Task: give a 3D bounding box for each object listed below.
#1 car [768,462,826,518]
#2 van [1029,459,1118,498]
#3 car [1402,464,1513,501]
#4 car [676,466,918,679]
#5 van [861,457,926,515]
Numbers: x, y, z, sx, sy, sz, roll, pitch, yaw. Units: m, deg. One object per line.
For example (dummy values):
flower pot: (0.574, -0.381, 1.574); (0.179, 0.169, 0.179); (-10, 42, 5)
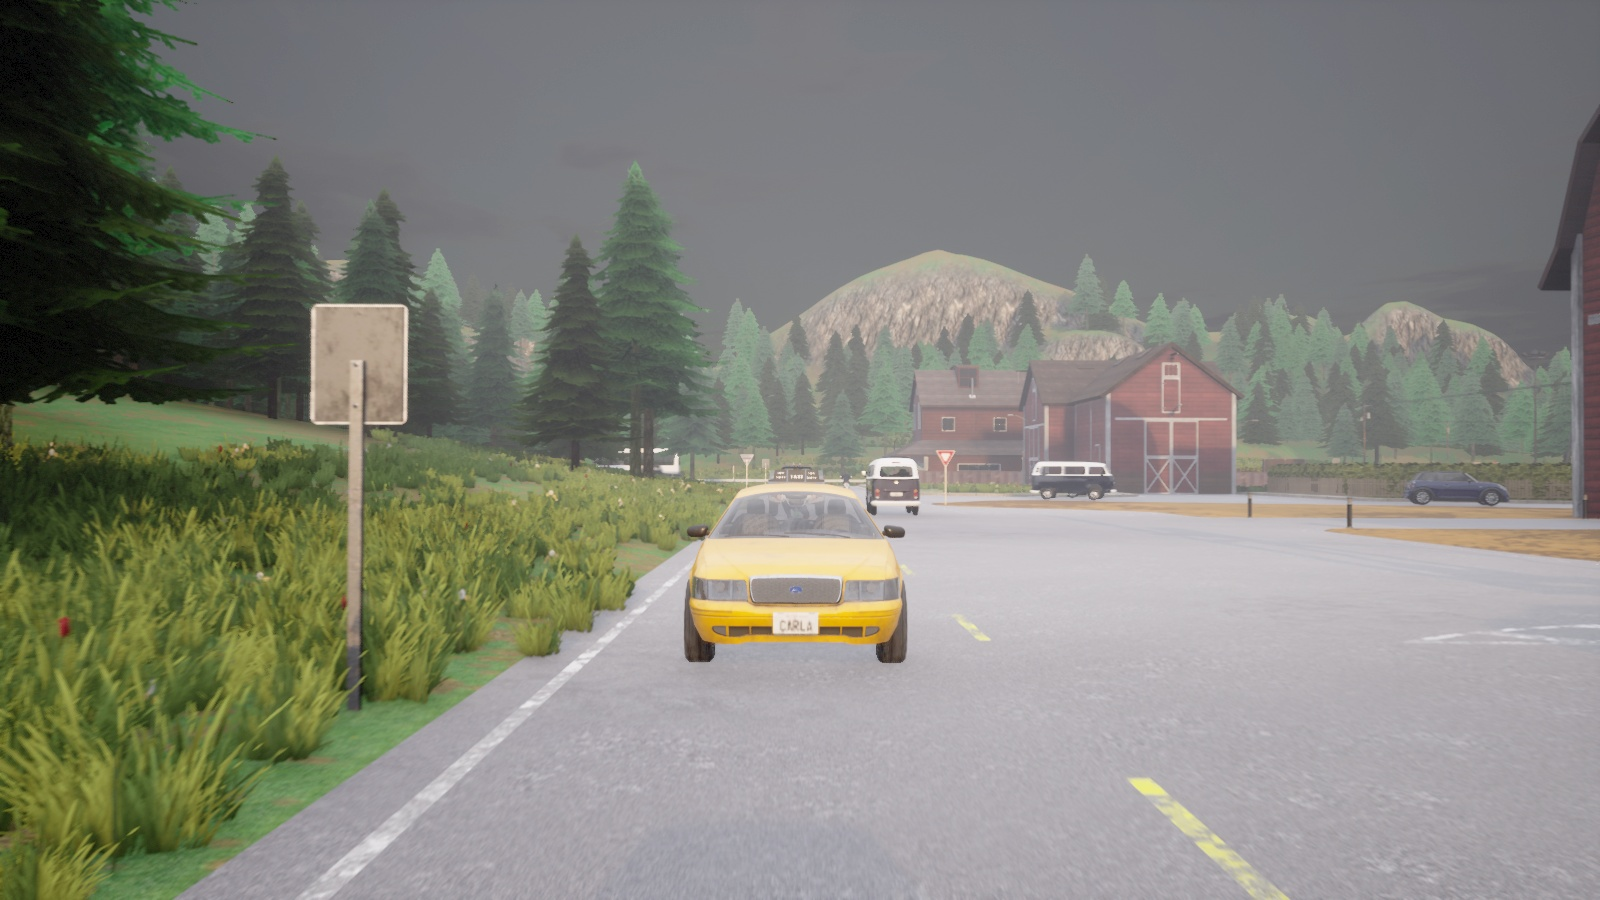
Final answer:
car: (-0.108, 1.377, 44.469); (1.932, 1.855, 4.605); (0, -1, 0)
van: (14.633, 1.529, 67.083); (4.480, 2.038, 2.069); (-1, -1, 16)
car: (32.289, 1.568, 61.786); (4.553, 1.767, 2.097); (0, -1, 19)
car: (-0.029, 0.955, 12.027); (1.801, 1.575, 5.366); (0, -1, 0)
van: (3.387, 1.300, 46.277); (2.069, 2.038, 4.480); (0, -1, 0)
